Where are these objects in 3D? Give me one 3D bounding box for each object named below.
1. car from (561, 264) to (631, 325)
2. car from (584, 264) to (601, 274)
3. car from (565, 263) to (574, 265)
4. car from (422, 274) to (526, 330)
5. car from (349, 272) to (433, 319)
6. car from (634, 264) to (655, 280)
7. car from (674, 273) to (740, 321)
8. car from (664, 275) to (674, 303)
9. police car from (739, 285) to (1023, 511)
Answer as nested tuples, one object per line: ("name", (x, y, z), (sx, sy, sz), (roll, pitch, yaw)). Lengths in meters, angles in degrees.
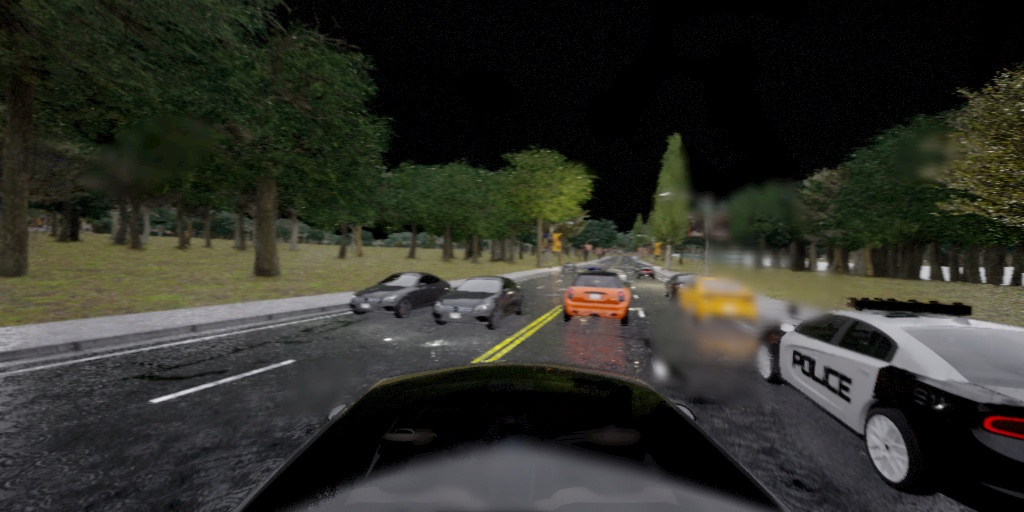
("car", (3.253, 1.341, 13.296), (2.097, 1.767, 4.553), (1, -1, 17))
("car", (11.564, 1.824, 51.259), (1.895, 1.301, 4.718), (1, 0, 18))
("car", (8.223, 1.667, 51.462), (1.812, 1.442, 4.674), (1, 0, 18))
("car", (-0.825, 1.381, 11.825), (1.812, 1.442, 4.674), (1, -1, 17))
("car", (-3.795, 1.312, 13.216), (1.812, 1.442, 4.674), (1, -1, 17))
("car", (15.219, 1.848, 40.831), (1.837, 1.490, 4.892), (1, 0, 18))
("car", (7.779, 1.601, 13.951), (1.882, 1.535, 5.008), (1, -1, 17))
("car", (9.573, 1.693, 19.673), (1.882, 1.535, 5.008), (1, 0, 17))
("police car", (4.822, 1.352, 4.519), (1.930, 1.638, 5.238), (1, -1, 17))
